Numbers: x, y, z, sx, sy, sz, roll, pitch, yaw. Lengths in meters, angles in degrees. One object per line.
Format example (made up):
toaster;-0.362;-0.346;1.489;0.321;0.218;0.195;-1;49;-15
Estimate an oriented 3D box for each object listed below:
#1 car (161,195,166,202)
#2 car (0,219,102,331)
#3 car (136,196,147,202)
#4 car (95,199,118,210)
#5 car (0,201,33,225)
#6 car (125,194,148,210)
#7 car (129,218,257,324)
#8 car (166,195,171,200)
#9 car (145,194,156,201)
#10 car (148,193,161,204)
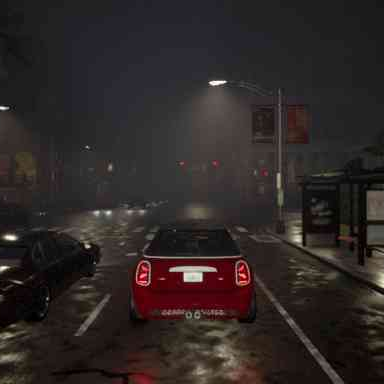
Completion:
car;-7.831;1.355;76.715;2.097;1.767;4.553;0;0;-1
car;-3.493;1.547;7.129;2.033;1.411;5.357;0;0;0
car;-11.310;1.552;74.808;1.994;1.385;4.181;0;0;-1
car;-11.057;1.601;43.111;1.895;1.301;4.718;0;0;-1
car;-10.783;1.352;18.512;2.097;1.767;4.553;0;0;-1
car;-7.153;1.221;43.233;2.150;2.045;5.566;0;0;-8
car;0.006;1.352;7.336;2.097;1.767;4.553;0;0;0
car;-6.974;1.595;90.583;1.895;1.301;4.718;0;0;9
car;-10.932;1.355;88.068;2.097;1.767;4.553;0;0;6
car;-7.738;1.224;64.283;2.150;2.045;5.566;0;0;0
